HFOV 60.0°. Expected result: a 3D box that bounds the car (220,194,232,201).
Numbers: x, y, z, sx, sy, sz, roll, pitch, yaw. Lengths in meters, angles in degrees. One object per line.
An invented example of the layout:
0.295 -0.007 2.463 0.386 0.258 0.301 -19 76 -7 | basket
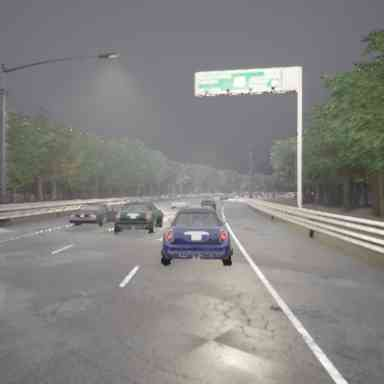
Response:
8.156 1.408 83.550 2.128 1.511 4.902 0 0 11 | car

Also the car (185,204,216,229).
0.631 1.580 22.611 1.895 1.301 4.718 0 0 3 | car

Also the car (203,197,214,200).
2.099 1.461 41.841 1.837 1.490 4.892 0 0 6 | car

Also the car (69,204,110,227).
-6.418 1.509 22.497 2.033 1.411 5.357 0 0 4 | car

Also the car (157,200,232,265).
0.194 1.342 11.769 2.097 1.767 4.553 0 0 2 | car

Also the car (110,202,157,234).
-2.927 1.326 19.253 2.097 1.767 4.553 0 0 3 | car
